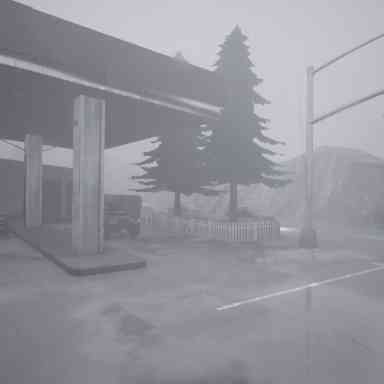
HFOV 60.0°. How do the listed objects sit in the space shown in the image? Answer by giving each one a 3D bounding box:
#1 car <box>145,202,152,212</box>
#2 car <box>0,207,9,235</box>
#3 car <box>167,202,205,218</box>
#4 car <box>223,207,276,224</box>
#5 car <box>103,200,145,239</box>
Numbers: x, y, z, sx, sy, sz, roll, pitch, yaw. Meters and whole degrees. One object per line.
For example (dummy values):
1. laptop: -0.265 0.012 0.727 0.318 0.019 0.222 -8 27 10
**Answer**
1. car: -6.536 1.652 40.227 1.812 1.442 4.674 1 0 -35
2. car: -11.604 1.521 18.514 2.242 1.667 4.611 1 0 -36
3. car: -0.672 1.721 31.899 1.812 1.442 4.674 1 0 -35
4. car: 4.244 1.817 24.900 1.994 1.385 4.181 1 0 -35
5. car: -4.473 1.446 18.305 1.905 1.878 3.866 1 0 -36
